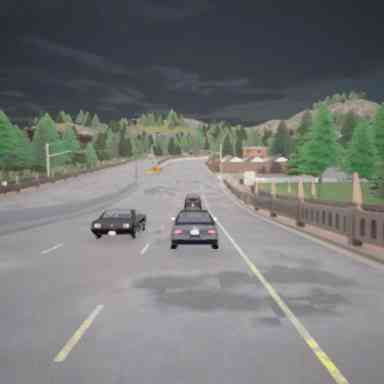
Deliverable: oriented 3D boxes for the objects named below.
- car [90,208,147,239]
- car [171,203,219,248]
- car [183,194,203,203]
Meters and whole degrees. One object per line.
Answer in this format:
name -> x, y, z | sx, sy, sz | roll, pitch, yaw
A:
car -> -3.406, 1.452, 16.407 | 1.895, 1.301, 4.718 | 0, 0, 0
car -> 0.095, 1.421, 14.011 | 2.033, 1.411, 5.357 | 0, 0, 0
car -> 0.087, 0.932, 35.605 | 1.837, 1.490, 4.892 | 0, 3, 0
